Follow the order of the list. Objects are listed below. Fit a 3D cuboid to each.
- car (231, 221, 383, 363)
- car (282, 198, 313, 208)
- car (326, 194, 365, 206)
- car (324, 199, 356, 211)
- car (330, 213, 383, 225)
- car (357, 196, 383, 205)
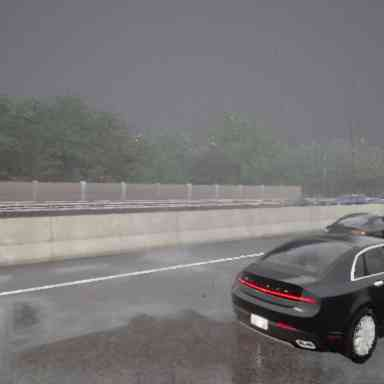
[{"bbox_3d":[2.884,1.516,5.925,4.892,1.490,1.837,0,0,-36],"label":"car"},{"bbox_3d":[14.056,1.580,44.090,4.892,1.490,1.837,0,0,-35],"label":"car"},{"bbox_3d":[18.058,1.296,38.351,5.566,2.045,2.150,0,0,-35],"label":"car"},{"bbox_3d":[19.419,1.648,43.606,4.181,1.385,1.994,0,0,-35],"label":"car"},{"bbox_3d":[7.089,1.550,13.224,4.674,1.442,1.812,0,0,-36],"label":"car"},{"bbox_3d":[20.141,1.552,35.539,5.008,1.535,1.882,0,0,-35],"label":"car"}]
